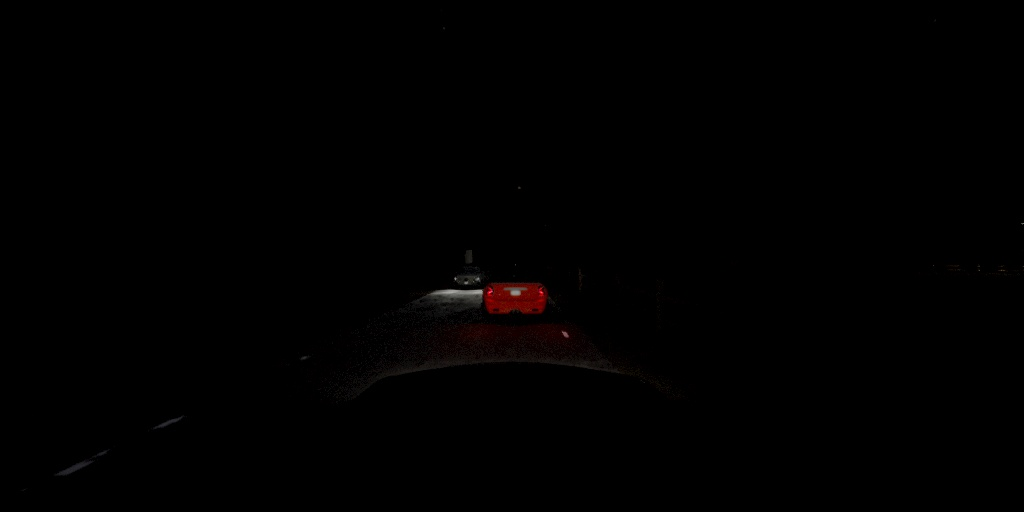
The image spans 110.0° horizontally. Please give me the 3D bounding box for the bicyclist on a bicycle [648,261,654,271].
[{"bbox_3d":[20.020,1.496,51.662,0.582,1.620,1.656,0,-1,0],"label":"bicyclist on a bicycle"}]

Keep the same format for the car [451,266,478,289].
[{"bbox_3d":[-2.802,1.397,24.285,1.812,1.442,4.674,0,0,0],"label":"car"}]

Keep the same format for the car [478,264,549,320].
[{"bbox_3d":[0.117,1.157,13.072,2.097,1.767,4.553,0,0,0],"label":"car"}]
